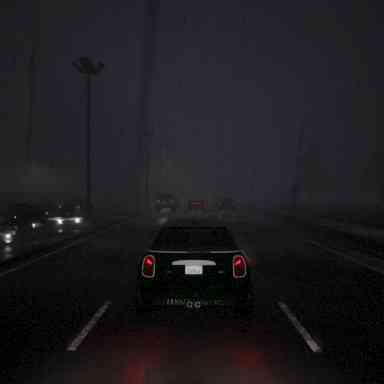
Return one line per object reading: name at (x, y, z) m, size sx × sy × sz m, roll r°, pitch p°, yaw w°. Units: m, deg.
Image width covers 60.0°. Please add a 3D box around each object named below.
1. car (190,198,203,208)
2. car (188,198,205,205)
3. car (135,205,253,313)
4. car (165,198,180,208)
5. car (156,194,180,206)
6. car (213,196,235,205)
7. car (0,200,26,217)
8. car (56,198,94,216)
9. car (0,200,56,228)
car at (0.629, 1.601, 50.548) m, size 1.895 × 1.301 × 4.718 m, roll 0°, pitch 0°, yaw 1°
car at (0.506, 1.491, 40.206) m, size 2.128 × 1.511 × 4.902 m, roll 0°, pitch 0°, yaw 1°
car at (0.060, 1.352, 7.812) m, size 2.097 × 1.767 × 4.553 m, roll 0°, pitch 0°, yaw 1°
car at (-2.883, 1.564, 50.185) m, size 1.994 × 1.385 × 4.181 m, roll 0°, pitch 0°, yaw 1°
car at (-3.011, 1.221, 39.594) m, size 2.150 × 2.045 × 5.566 m, roll 0°, pitch 0°, yaw 1°
car at (4.006, 1.352, 40.178) m, size 2.097 × 1.767 × 4.553 m, roll 0°, pitch 0°, yaw 1°
car at (-18.116, 1.526, 32.114) m, size 1.812 × 1.442 × 4.674 m, roll 0°, pitch 0°, yaw 1°
car at (-11.116, 1.352, 32.051) m, size 2.097 × 1.767 × 4.553 m, roll 0°, pitch 0°, yaw 1°
car at (-11.252, 1.492, 21.915) m, size 2.128 × 1.511 × 4.902 m, roll 0°, pitch 0°, yaw 1°
